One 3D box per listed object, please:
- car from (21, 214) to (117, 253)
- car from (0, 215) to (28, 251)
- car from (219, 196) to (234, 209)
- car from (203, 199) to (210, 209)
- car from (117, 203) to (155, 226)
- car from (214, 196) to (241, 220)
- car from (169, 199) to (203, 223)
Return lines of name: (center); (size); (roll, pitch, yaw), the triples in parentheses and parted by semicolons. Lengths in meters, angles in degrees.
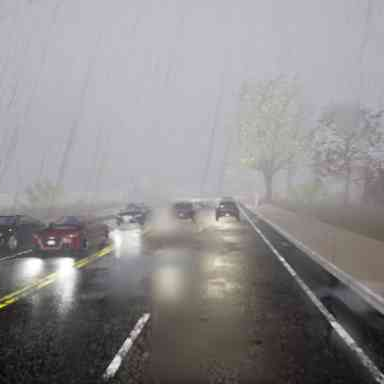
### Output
car: (-5.033, 1.679, 14.316); (1.994, 1.385, 4.181); (-2, 0, 6)
car: (-8.222, 1.763, 15.020); (1.994, 1.385, 4.181); (-2, 0, 6)
car: (4.594, 1.302, 43.843); (1.837, 1.490, 4.892); (-2, 1, 6)
car: (1.231, 1.489, 42.880); (1.895, 1.301, 4.718); (-2, 0, 6)
car: (-4.013, 1.562, 24.184); (2.128, 1.511, 4.902); (-2, 0, 6)
car: (2.843, 1.388, 26.651); (1.837, 1.490, 4.892); (-2, 1, 6)
car: (-0.518, 1.451, 25.826); (1.882, 1.535, 5.008); (-2, 0, 6)
